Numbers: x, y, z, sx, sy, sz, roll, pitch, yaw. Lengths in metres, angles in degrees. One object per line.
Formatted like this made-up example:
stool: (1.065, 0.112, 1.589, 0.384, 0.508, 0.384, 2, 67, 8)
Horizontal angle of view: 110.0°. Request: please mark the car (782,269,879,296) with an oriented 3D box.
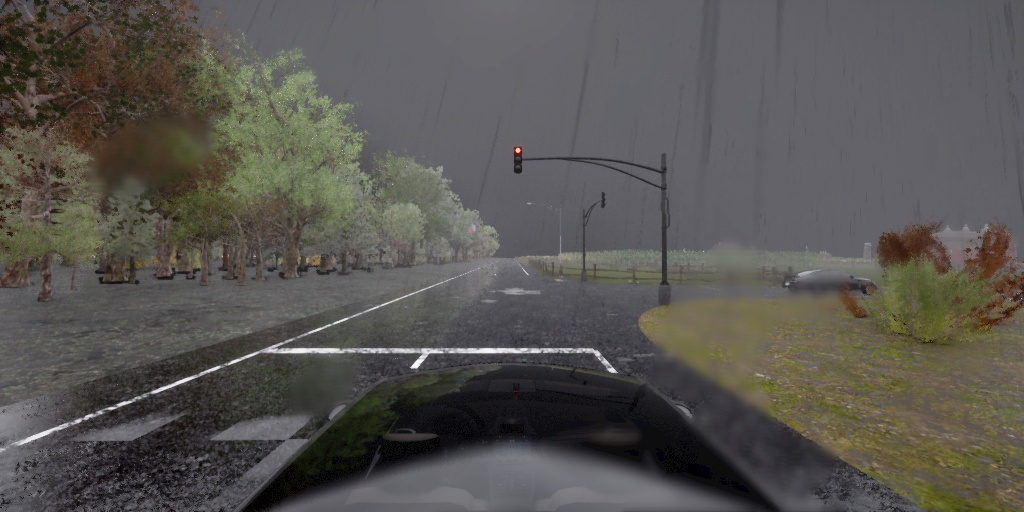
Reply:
car: (18.301, 1.470, 20.740, 4.674, 1.442, 1.812, 1, -1, 0)
